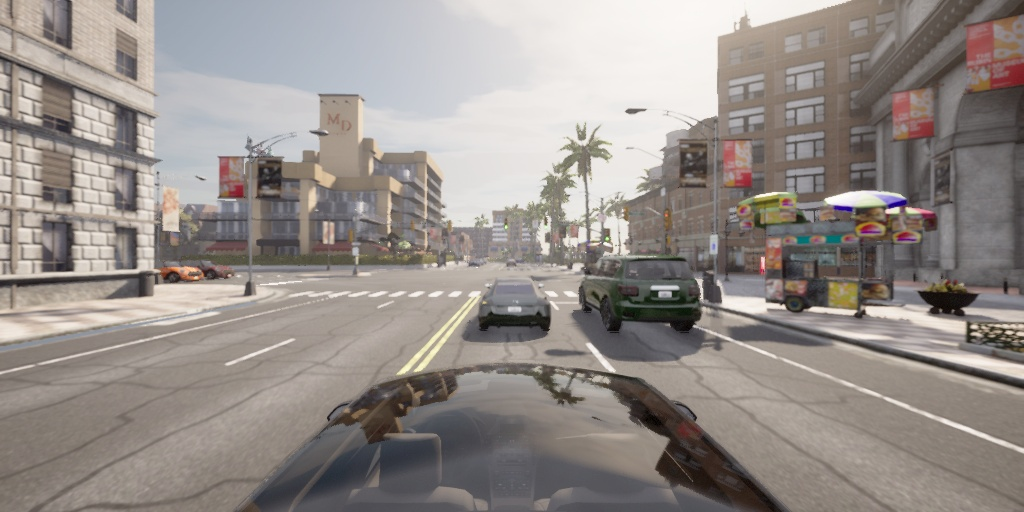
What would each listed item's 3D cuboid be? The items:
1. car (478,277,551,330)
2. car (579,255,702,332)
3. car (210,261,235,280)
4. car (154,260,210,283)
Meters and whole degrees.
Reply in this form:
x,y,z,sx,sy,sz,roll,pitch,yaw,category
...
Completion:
x,y,z,sx,sy,sz,roll,pitch,yaw,category
0.072,1.330,11.148,1.994,1.385,4.181,0,0,0,car
3.572,0.988,11.038,2.150,2.045,5.566,0,0,0,car
-27.264,1.153,31.753,4.553,1.767,2.097,0,0,0,car
-27.150,1.147,28.251,4.553,1.767,2.097,0,0,0,car
